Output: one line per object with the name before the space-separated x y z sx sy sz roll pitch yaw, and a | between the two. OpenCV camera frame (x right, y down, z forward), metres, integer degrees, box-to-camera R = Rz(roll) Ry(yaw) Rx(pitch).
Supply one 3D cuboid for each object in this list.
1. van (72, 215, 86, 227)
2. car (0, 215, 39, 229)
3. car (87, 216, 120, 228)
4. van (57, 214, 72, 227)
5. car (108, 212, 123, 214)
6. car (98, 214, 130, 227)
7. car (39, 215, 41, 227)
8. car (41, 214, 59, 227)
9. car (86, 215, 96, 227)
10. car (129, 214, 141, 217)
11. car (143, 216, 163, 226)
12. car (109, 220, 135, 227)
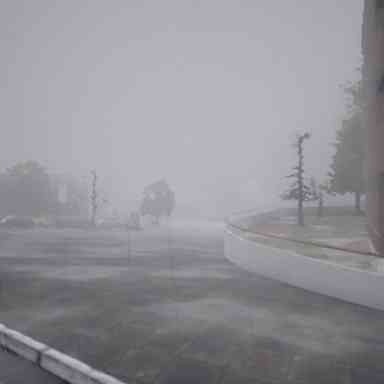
van | -20.722 4.833 55.542 4.442 1.987 1.878 0 -6 5
car | -21.850 3.562 40.835 2.097 1.767 4.553 -1 -6 24
car | -14.862 5.307 56.111 1.812 1.442 4.674 -1 -6 25
van | -21.987 4.551 52.805 4.442 1.987 1.878 0 -6 5
car | -21.082 7.356 91.300 2.185 1.767 4.553 0 1 10
car | -15.808 5.930 66.469 5.566 2.045 2.435 0 -5 5
car | -24.642 4.252 47.322 4.674 1.452 2.002 0 -6 5
car | -23.558 4.489 50.072 5.366 1.575 1.946 0 -5 5
car | -19.571 5.338 58.252 4.892 1.521 2.231 0 -5 5
car | -15.974 7.615 88.178 2.163 1.488 4.792 1 1 9
car | -8.429 6.417 70.029 2.128 1.511 4.902 -1 -6 24
car | -14.528 6.502 69.175 4.674 1.452 2.002 0 -5 5
